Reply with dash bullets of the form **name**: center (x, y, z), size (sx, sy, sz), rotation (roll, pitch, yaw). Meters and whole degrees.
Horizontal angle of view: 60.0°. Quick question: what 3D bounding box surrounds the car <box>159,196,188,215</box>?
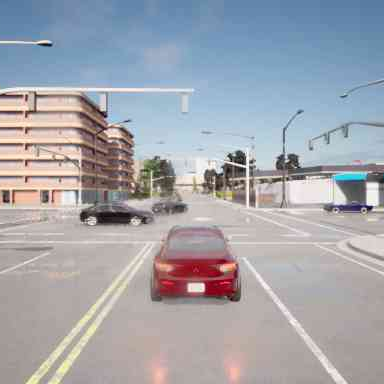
- **car**: center (-2.147, 1.463, 32.680), size (2.128, 1.511, 4.902), rotation (1, 0, 27)

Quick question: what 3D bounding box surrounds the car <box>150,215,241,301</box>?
- **car**: center (0.082, 1.526, 8.195), size (1.812, 1.442, 4.674), rotation (0, 0, 0)

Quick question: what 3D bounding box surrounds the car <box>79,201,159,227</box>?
- **car**: center (-4.978, 1.466, 22.128), size (4.892, 1.490, 1.837), rotation (0, 0, 4)

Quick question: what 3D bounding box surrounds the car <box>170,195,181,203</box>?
- **car**: center (-3.503, 1.525, 71.924), size (2.128, 1.511, 4.902), rotation (0, 0, 0)

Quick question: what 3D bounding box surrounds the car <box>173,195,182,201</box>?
- **car**: center (-3.504, 1.525, 82.699), size (2.128, 1.511, 4.902), rotation (0, 0, 0)

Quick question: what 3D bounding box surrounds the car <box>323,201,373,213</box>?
- **car**: center (16.534, 1.601, 35.493), size (4.718, 1.301, 1.895), rotation (0, 0, 1)
